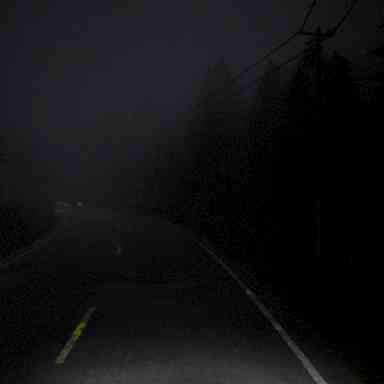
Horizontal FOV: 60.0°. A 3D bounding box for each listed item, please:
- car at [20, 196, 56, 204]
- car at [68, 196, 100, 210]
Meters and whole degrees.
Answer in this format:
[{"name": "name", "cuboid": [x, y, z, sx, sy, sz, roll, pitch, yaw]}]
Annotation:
[{"name": "car", "cuboid": [-17.595, 1.190, 37.978, 5.008, 1.535, 1.882, 0, 0, 31]}, {"name": "car", "cuboid": [-12.451, 1.193, 38.155, 4.902, 1.511, 2.128, 0, 1, 44]}]
